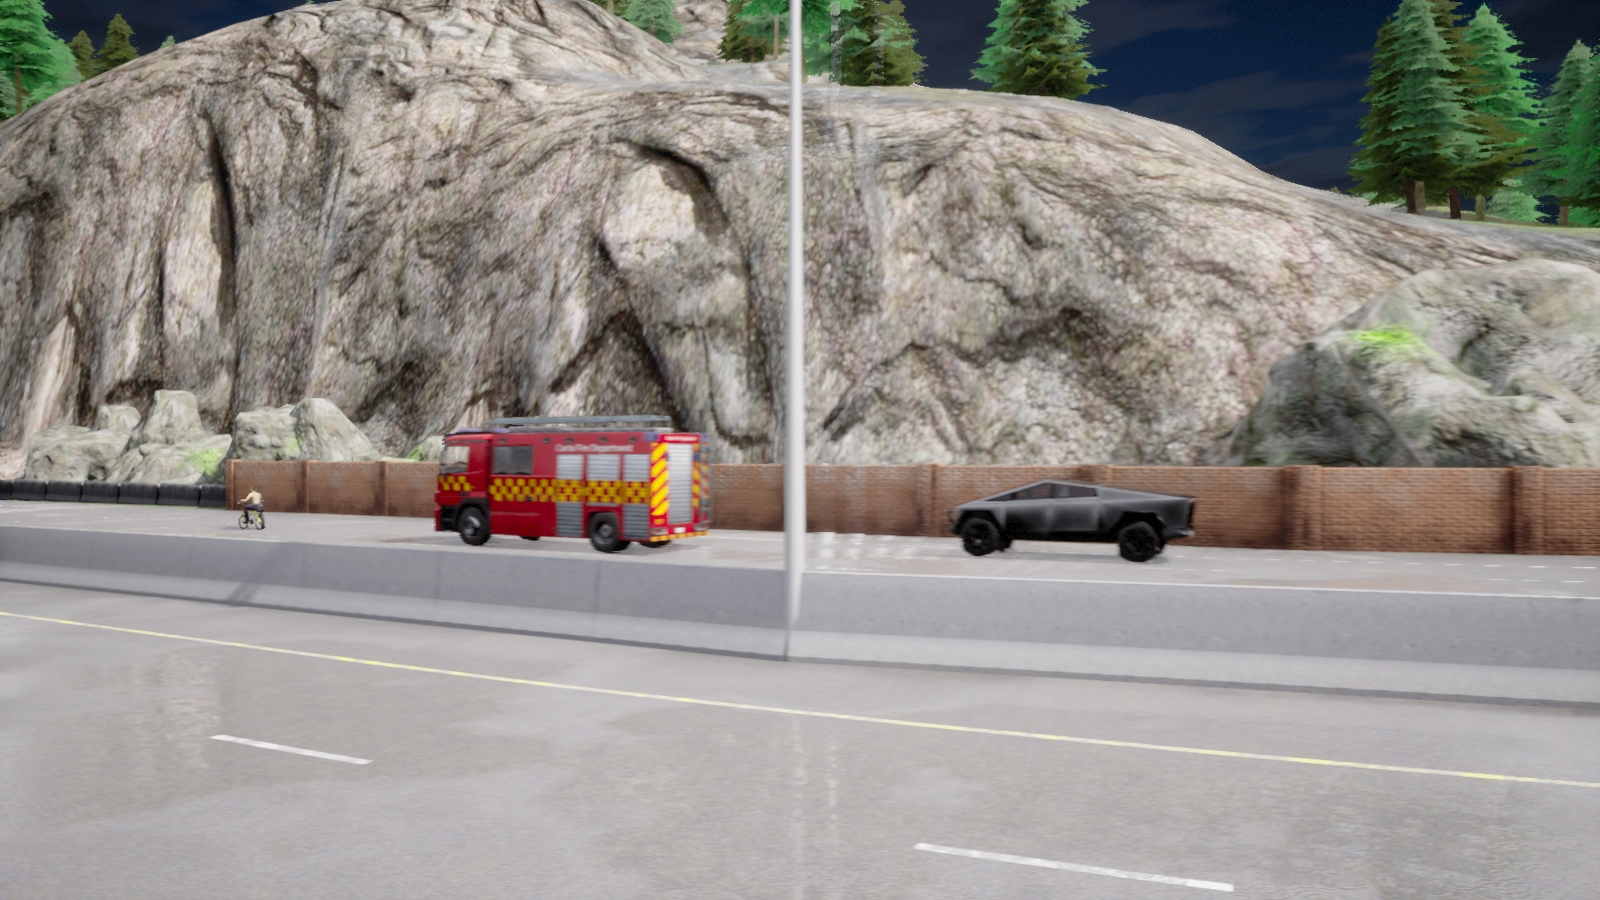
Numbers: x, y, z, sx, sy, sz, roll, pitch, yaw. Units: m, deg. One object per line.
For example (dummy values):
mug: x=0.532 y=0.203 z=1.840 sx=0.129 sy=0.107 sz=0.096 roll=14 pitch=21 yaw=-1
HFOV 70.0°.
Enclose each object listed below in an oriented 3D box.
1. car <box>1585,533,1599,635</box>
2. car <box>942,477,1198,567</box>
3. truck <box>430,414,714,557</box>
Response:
car: x=14.405 y=2.082 z=16.618 sx=4.514 sy=1.525 sz=2.007 roll=0 pitch=0 yaw=14
car: x=7.168 y=1.825 z=30.418 sx=6.274 sy=2.098 sz=2.390 roll=0 pitch=0 yaw=24
truck: x=-6.896 y=0.964 z=34.037 sx=8.468 sy=3.827 sz=2.891 roll=0 pitch=0 yaw=29
